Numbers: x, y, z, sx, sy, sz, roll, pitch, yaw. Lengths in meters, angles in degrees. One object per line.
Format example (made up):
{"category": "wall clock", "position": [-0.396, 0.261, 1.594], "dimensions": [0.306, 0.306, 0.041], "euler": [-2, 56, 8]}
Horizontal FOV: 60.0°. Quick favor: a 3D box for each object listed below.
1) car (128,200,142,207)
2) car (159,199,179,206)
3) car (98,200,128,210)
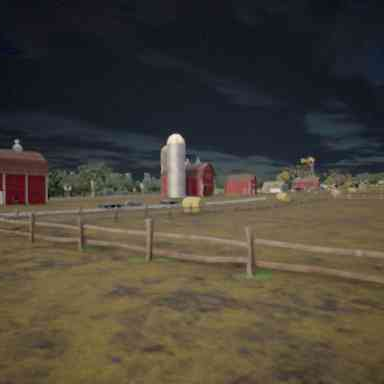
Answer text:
{"category": "car", "position": [-12.006, 2.242, 64.971], "dimensions": [2.128, 1.511, 4.902], "euler": [-1, 0, 36]}
{"category": "car", "position": [-4.733, 2.167, 70.464], "dimensions": [1.895, 1.301, 4.718], "euler": [-1, 0, 35]}
{"category": "car", "position": [-13.883, 2.341, 57.539], "dimensions": [1.895, 1.301, 4.718], "euler": [-1, 0, 35]}
